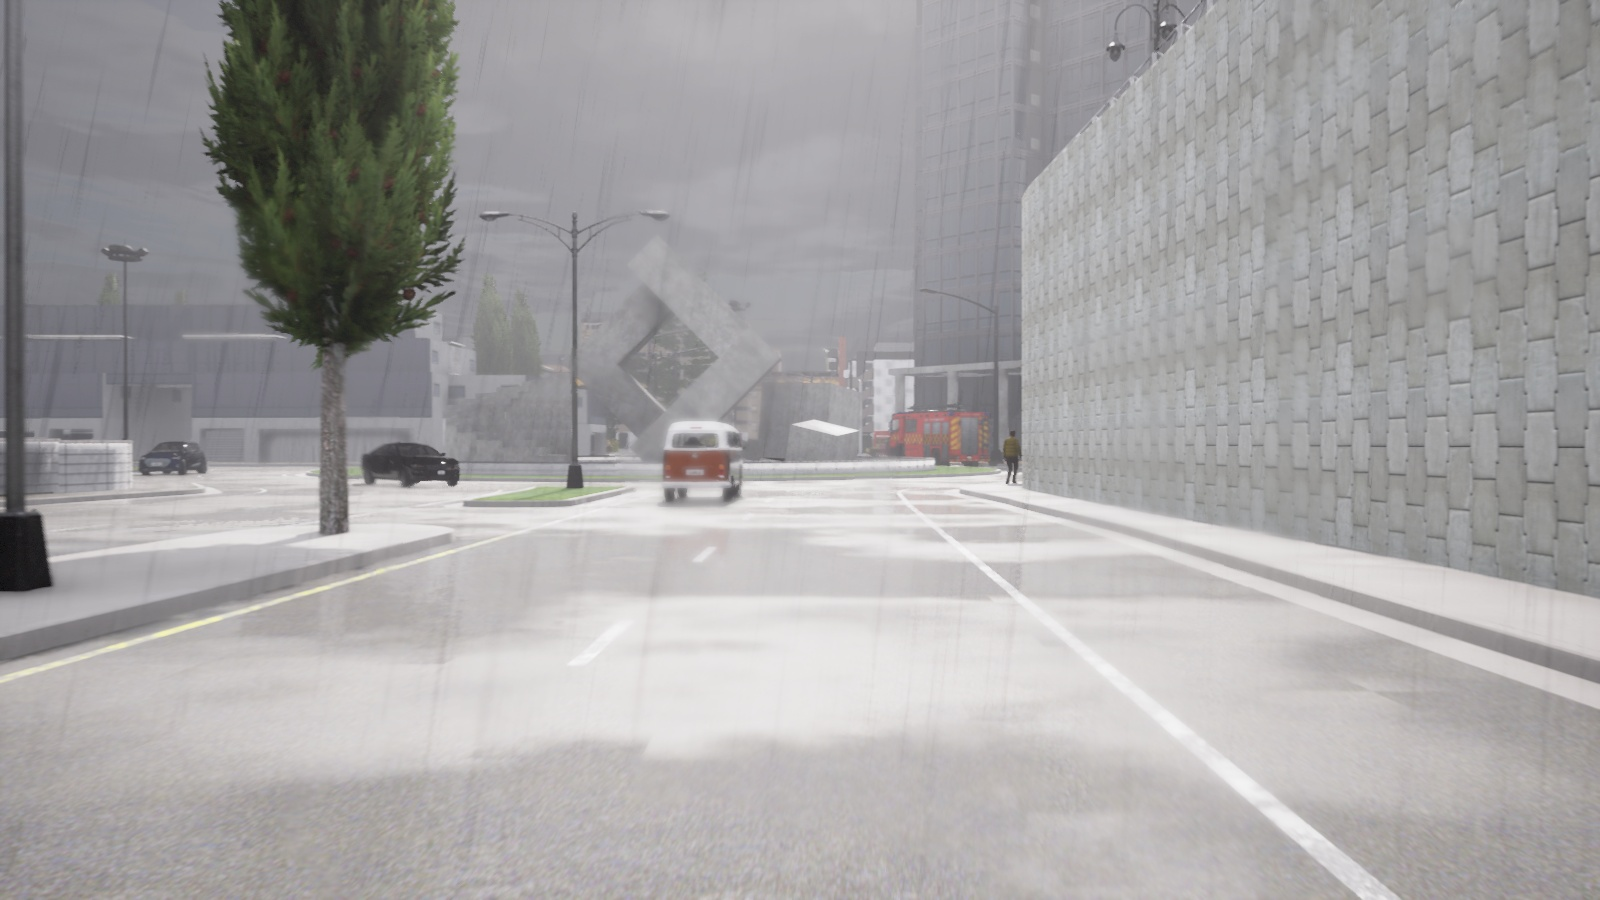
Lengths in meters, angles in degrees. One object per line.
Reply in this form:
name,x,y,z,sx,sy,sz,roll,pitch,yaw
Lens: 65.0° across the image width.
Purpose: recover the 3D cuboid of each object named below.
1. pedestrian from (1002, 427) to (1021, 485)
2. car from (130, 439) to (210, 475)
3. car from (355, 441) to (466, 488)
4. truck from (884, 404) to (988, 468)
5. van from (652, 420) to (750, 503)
pedestrian,6.794,0.182,40.373,0.370,1.835,0.726,0,0,30
car,-29.917,0.309,59.774,2.033,1.649,4.856,0,0,-10
car,-13.682,0.463,43.948,1.882,1.535,5.008,0,0,-41
truck,8.465,-0.856,79.401,2.891,3.827,8.468,0,0,-22
van,-2.532,0.280,33.128,2.069,2.038,4.480,0,0,2
